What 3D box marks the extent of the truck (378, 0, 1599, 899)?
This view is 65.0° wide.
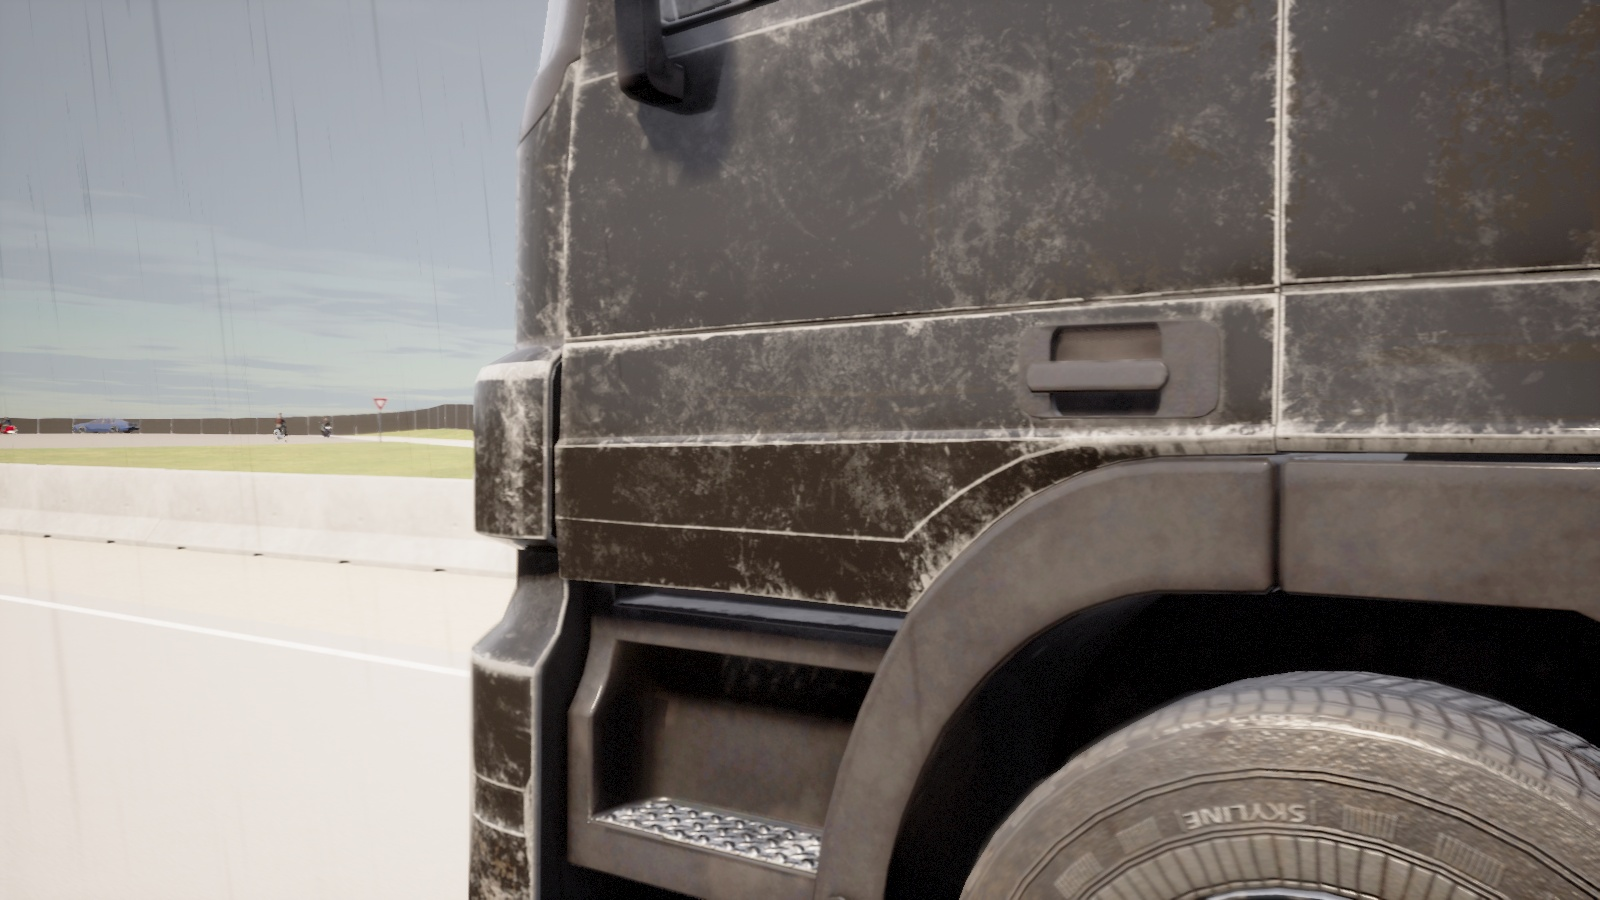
[{"bbox_3d":[3.306,-0.300,1.408,7.936,3.462,2.891,0,1,34],"label":"truck"}]
